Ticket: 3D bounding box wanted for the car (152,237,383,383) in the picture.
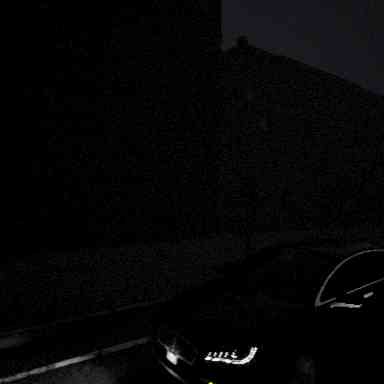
[{"bbox_3d":[1.764,1.512,4.940,4.892,1.490,1.837,0,0,-35],"label":"car"}]
